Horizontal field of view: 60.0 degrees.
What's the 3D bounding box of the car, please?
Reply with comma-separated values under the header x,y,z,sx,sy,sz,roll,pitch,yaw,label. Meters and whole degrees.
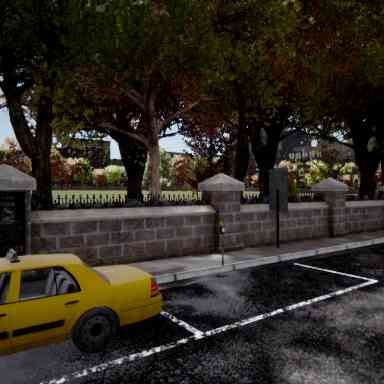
x,y,z,sx,sy,sz,roll,pitch,yaw,label
-2.768,1.525,4.585,4.829,1.417,1.752,0,0,-35,car
